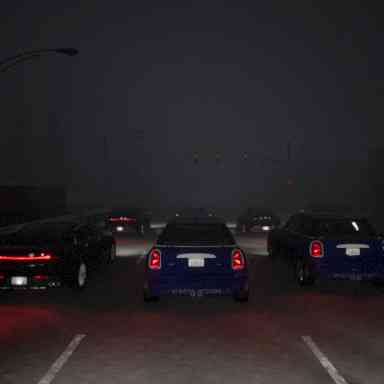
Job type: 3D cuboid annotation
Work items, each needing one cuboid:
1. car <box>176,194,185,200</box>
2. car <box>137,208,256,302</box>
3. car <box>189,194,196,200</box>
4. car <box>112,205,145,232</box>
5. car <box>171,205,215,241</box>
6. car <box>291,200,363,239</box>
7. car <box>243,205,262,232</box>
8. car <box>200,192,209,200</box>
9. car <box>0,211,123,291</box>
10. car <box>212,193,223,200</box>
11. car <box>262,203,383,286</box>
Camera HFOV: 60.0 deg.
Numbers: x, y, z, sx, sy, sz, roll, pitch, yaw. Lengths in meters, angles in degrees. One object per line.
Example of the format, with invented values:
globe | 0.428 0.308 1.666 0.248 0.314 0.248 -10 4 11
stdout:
car | -3.356 1.445 91.070 1.882 1.535 5.008 0 0 0
car | 0.096 1.350 8.408 2.097 1.767 4.553 0 0 0
car | 0.145 1.492 91.481 1.812 1.442 4.674 0 0 0
car | -3.410 1.500 18.275 1.837 1.490 4.892 0 0 1
car | 0.087 1.542 17.944 2.033 1.411 5.357 0 0 1
car | 7.087 1.347 18.092 2.097 1.767 4.553 0 0 1
car | 3.592 1.500 18.480 1.837 1.490 4.892 0 0 1
car | 3.644 1.507 91.059 2.033 1.411 5.357 0 0 0
car | -3.400 1.502 8.992 1.837 1.490 4.892 0 0 0
car | 7.145 1.192 91.083 2.150 2.045 5.566 0 0 0
car | 3.601 1.349 9.540 2.097 1.767 4.553 0 0 0
